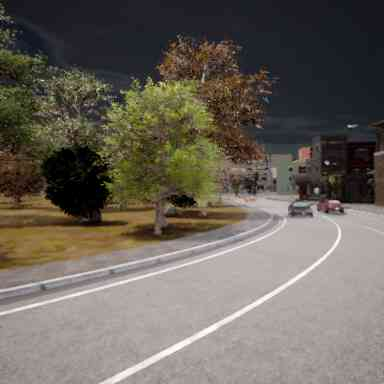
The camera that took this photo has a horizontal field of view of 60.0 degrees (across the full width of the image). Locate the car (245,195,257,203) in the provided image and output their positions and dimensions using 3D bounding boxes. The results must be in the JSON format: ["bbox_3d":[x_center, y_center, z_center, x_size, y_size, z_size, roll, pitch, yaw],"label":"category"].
[{"bbox_3d":[12.772,1.368,72.115,2.097,1.767,4.553,-1,0,2],"label":"car"}]

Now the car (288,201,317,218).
[{"bbox_3d":[10.074,1.572,31.024,1.812,1.442,4.674,-1,0,11],"label":"car"}]

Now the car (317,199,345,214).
[{"bbox_3d":[14.536,1.488,35.038,1.812,1.442,4.674,-1,0,6],"label":"car"}]
